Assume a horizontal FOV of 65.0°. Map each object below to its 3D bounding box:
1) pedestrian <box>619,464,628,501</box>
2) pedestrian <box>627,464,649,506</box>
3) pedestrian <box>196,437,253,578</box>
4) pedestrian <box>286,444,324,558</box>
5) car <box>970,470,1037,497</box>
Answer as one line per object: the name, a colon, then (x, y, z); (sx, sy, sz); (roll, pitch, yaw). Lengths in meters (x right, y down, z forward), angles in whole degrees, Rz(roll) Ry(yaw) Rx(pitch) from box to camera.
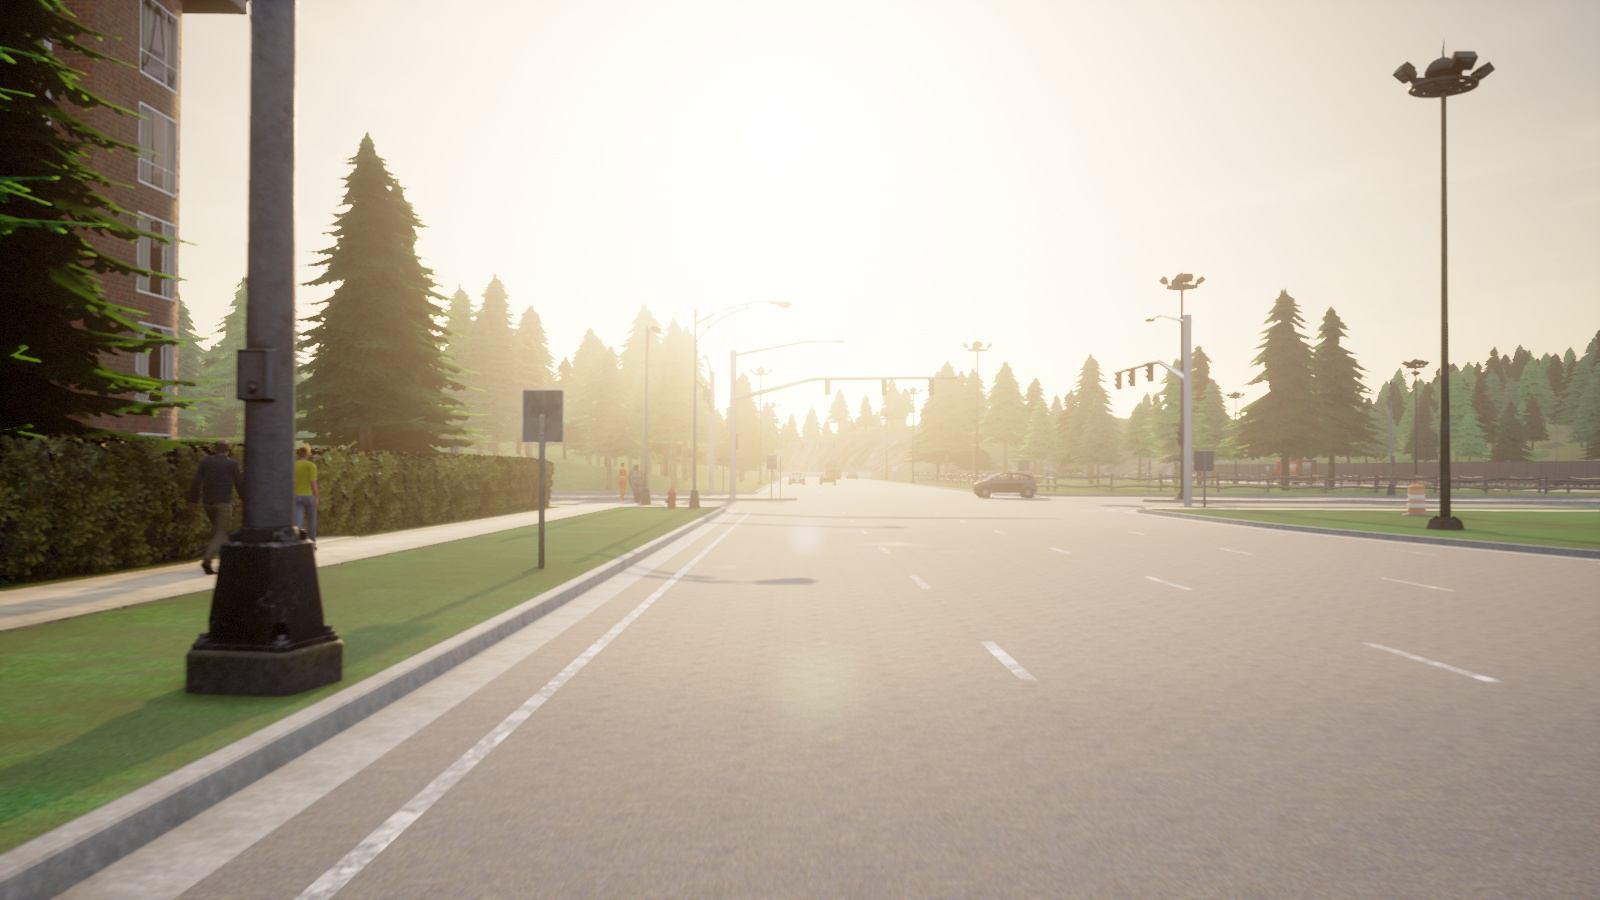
pedestrian: (-8.694, 1.588, 61.719); (0.345, 1.836, 0.594); (0, -1, 2)
pedestrian: (-7.336, 1.586, 56.929); (0.874, 1.855, 0.900); (0, -1, -1)
pedestrian: (-7.676, 0.755, 16.769); (0.402, 1.842, 0.726); (0, -1, 1)
pedestrian: (-8.113, 0.821, 20.603); (0.354, 1.836, 0.706); (0, -1, 0)
car: (11.999, 1.987, 74.173); (3.705, 1.549, 1.789); (0, -1, 0)
